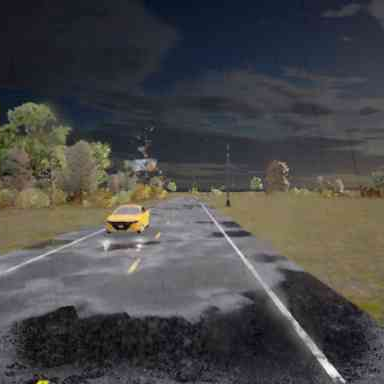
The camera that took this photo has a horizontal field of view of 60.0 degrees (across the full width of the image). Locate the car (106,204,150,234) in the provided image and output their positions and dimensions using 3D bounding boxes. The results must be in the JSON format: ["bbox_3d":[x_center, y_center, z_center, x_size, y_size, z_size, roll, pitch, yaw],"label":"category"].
[{"bbox_3d":[-3.598,1.478,19.356,1.882,1.535,5.008,0,0,0],"label":"car"}]
